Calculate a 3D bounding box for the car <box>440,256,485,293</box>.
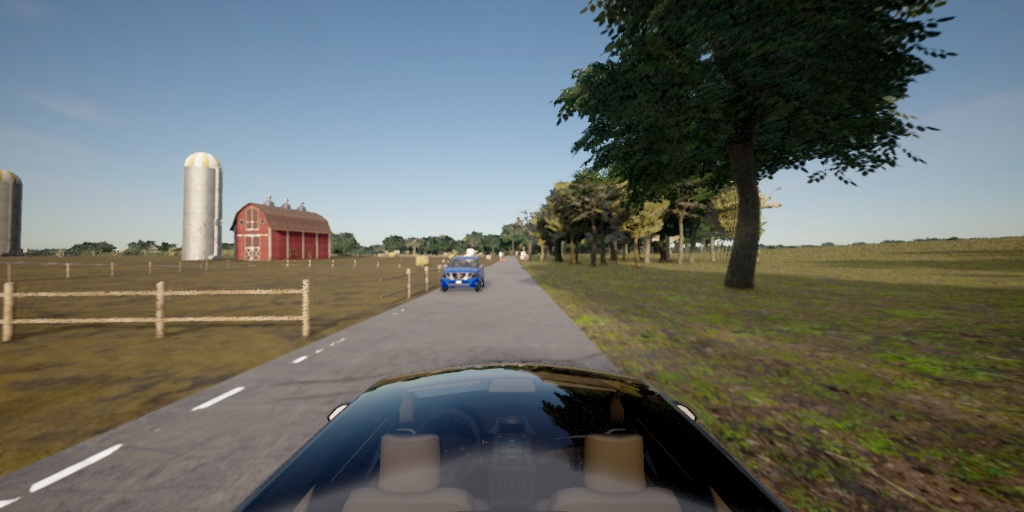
[{"bbox_3d":[-2.840,1.042,21.839,2.150,2.045,5.566,0,0,0],"label":"car"}]
